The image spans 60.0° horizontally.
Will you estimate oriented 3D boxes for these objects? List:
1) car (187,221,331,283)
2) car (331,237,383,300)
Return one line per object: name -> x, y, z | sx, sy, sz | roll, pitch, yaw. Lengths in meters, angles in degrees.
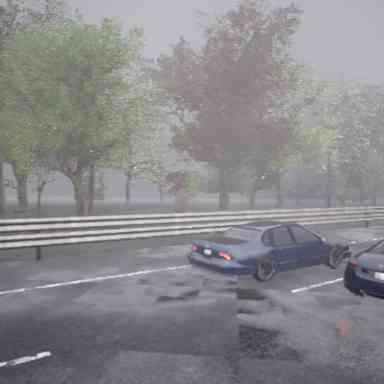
car -> 2.457, 1.580, 9.817 | 5.357, 1.411, 2.033 | 0, 0, -35
car -> 5.345, 1.615, 7.538 | 4.181, 1.385, 1.994 | 0, 0, -34
